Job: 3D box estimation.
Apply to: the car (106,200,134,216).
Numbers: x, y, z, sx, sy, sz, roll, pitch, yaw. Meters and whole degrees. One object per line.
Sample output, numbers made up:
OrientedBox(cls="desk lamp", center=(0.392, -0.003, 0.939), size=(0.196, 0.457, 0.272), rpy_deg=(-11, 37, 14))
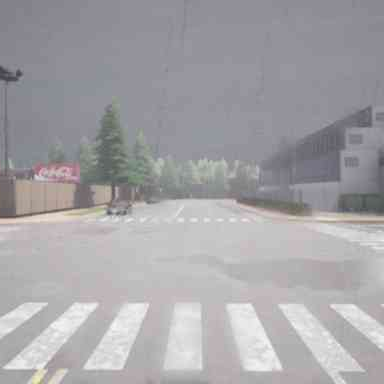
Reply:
OrientedBox(cls="car", center=(-6.859, 1.534, 31.900), size=(2.128, 1.511, 4.902), rpy_deg=(0, 1, 1))

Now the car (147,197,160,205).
OrientedBox(cls="car", center=(-6.608, 1.551, 57.461), size=(1.994, 1.385, 4.181), rpy_deg=(0, 0, 1))
